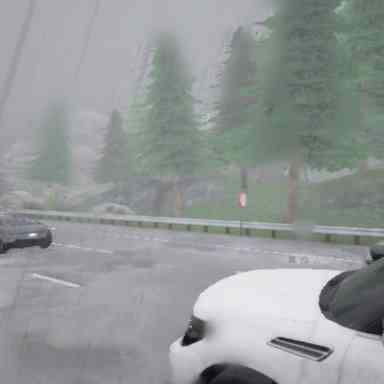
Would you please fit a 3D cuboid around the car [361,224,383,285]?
[{"bbox_3d":[6.713,1.599,7.756,4.718,1.301,1.895,0,0,36],"label":"car"}]

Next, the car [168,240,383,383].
[{"bbox_3d":[2.437,1.222,2.252,5.566,2.045,2.150,0,0,36],"label":"car"}]

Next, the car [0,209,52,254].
[{"bbox_3d":[-7.663,1.596,13.756,4.181,1.385,1.994,0,0,35],"label":"car"}]

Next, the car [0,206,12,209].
[{"bbox_3d":[-13.043,1.600,21.892,5.357,1.411,2.033,0,0,36],"label":"car"}]
